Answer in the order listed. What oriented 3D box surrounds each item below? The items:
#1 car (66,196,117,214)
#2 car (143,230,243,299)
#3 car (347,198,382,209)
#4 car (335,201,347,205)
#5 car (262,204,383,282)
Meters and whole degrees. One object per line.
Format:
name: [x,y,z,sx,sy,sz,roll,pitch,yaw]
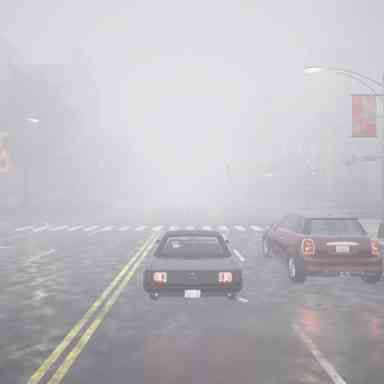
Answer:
car: [-10.898,1.507,35.674,4.892,1.490,1.837,-1,1,-18]
car: [0.015,1.601,8.393,1.895,1.301,4.718,0,0,0]
car: [22.619,1.564,42.458,4.181,1.385,1.994,0,0,0]
car: [22.699,1.547,45.958,5.357,1.411,2.033,0,0,0]
car: [3.507,1.352,9.873,2.097,1.767,4.553,0,0,0]
